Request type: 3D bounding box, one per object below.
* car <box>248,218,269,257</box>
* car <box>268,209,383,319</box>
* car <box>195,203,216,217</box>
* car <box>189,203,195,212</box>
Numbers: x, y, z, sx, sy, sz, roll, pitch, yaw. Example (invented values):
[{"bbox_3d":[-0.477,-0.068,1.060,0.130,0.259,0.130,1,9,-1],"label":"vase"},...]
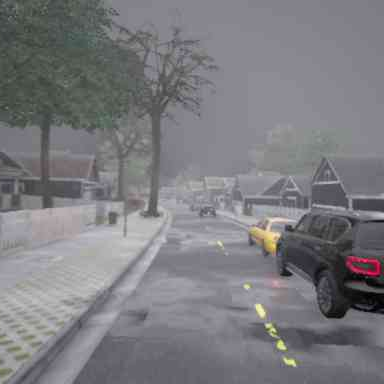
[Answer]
[{"bbox_3d":[3.595,1.732,14.099,1.801,1.575,5.366,2,-1,0],"label":"car"},{"bbox_3d":[3.609,1.424,7.909,2.150,2.045,5.566,2,-1,0],"label":"car"},{"bbox_3d":[1.743,2.141,40.013,1.837,1.490,4.892,2,-1,-4],"label":"car"},{"bbox_3d":[0.730,2.392,51.612,2.033,1.411,5.357,2,-1,-6],"label":"car"}]
